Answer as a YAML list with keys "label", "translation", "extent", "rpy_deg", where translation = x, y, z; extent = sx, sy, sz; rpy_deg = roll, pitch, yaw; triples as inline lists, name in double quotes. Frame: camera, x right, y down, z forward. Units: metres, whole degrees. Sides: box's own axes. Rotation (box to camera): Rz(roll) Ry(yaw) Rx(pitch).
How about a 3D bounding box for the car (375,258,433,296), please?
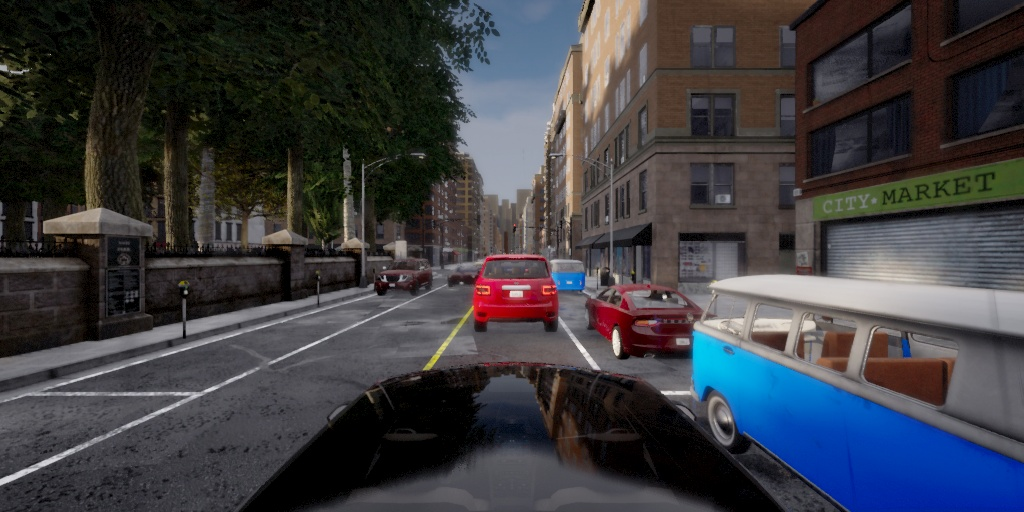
- label: "car"
  translation: [-5.673, 1.059, 19.492]
  extent: [2.192, 1.841, 5.009]
  rpy_deg: [0, 0, 0]

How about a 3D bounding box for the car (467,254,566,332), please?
- label: "car"
  translation: [0.095, 0.970, 10.972]
  extent: [2.150, 2.045, 5.566]
  rpy_deg: [0, 0, 0]

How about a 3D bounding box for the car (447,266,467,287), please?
- label: "car"
  translation: [-3.063, 1.343, 24.060]
  extent: [1.895, 1.301, 4.718]
  rpy_deg: [0, 0, 0]

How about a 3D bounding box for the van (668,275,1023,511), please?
- label: "van"
  translation: [2.856, 1.091, 2.553]
  extent: [1.690, 1.789, 3.998]
  rpy_deg: [0, 0, 0]

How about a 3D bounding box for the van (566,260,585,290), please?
- label: "van"
  translation: [2.851, 1.085, 19.535]
  extent: [1.690, 1.789, 3.998]
  rpy_deg: [0, 0, 0]

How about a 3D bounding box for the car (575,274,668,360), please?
- label: "car"
  translation: [2.855, 1.294, 8.214]
  extent: [1.888, 1.381, 4.507]
  rpy_deg: [0, 0, 0]
